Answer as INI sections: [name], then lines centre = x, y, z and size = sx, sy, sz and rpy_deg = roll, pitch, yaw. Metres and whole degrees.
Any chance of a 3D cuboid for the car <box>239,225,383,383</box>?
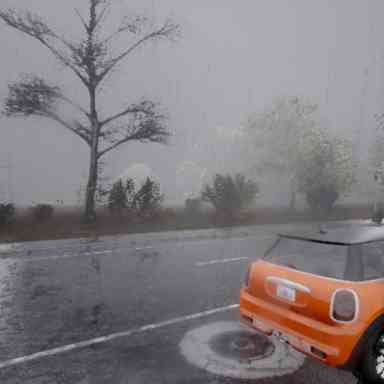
[car]
centre = 3.020, 1.344, 5.509
size = 4.553, 1.767, 2.097
rpy_deg = 0, 0, -33
